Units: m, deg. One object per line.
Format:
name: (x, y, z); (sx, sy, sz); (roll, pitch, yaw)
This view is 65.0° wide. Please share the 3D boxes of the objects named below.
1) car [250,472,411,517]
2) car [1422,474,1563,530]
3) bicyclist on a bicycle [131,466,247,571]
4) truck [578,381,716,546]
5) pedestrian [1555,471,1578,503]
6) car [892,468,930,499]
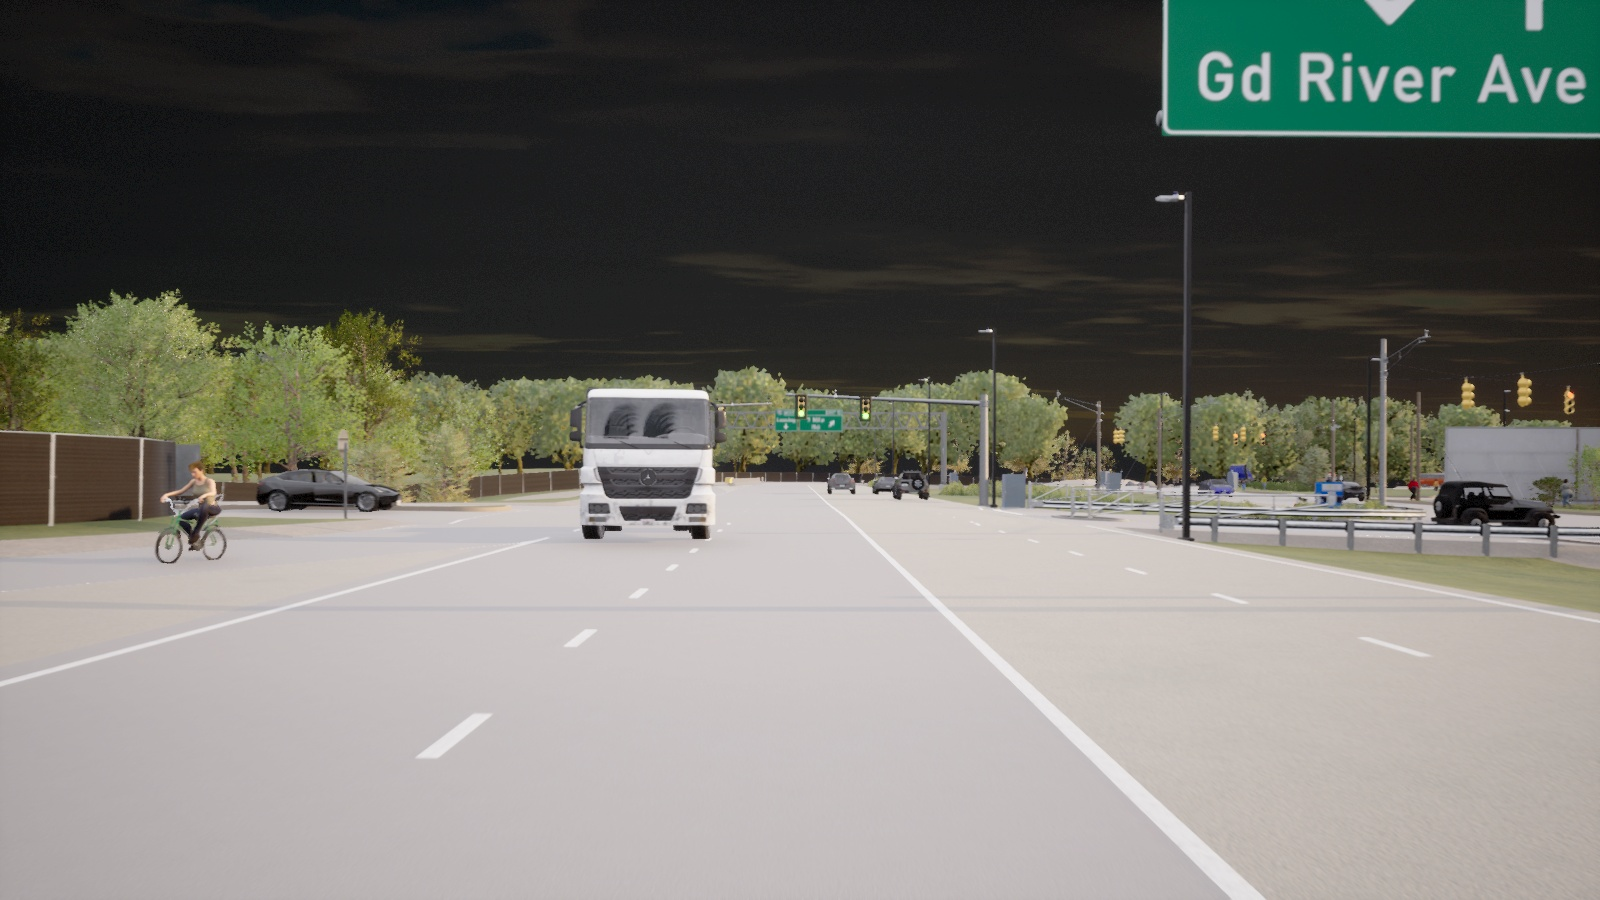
car: (-16.291, 1.530, 43.752); (4.792, 1.488, 2.163); (0, -1, 0)
car: (24.173, 1.812, 43.933); (3.866, 1.878, 1.905); (0, -1, 0)
bicyclist on a bicycle: (-9.730, 1.066, 20.058); (0.866, 1.612, 1.509); (0, -1, 17)
truck: (-3.668, 0.353, 30.433); (2.891, 3.462, 7.936); (0, -1, -7)
pedestrian: (46.126, 2.231, 75.583); (0.874, 1.855, 0.900); (0, 0, 0)
car: (6.818, 2.079, 77.691); (1.932, 1.855, 4.605); (0, -1, 0)
